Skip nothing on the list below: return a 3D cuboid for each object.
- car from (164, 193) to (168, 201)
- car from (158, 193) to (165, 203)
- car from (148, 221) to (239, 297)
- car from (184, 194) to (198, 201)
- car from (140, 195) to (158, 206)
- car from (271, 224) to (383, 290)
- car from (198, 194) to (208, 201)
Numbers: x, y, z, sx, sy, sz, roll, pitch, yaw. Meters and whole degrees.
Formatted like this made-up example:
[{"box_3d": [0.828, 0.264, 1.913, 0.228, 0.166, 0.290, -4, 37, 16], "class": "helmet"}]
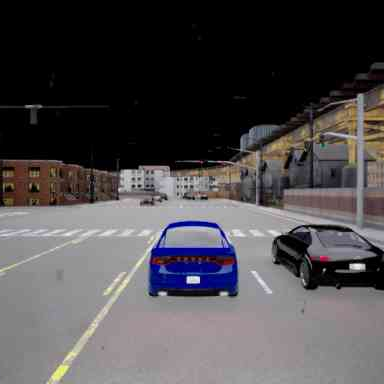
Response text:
[{"box_3d": [-7.251, 1.224, 82.231, 2.150, 2.045, 5.566, 0, 0, 0], "class": "car"}, {"box_3d": [-7.210, 1.525, 68.960, 1.812, 1.442, 4.674, 0, 0, 0], "class": "car"}, {"box_3d": [0.035, 1.478, 8.638, 1.882, 1.535, 5.008, 0, 0, 0], "class": "car"}, {"box_3d": [-0.282, 1.344, 86.759, 2.097, 1.767, 4.553, 0, 0, -3], "class": "car"}, {"box_3d": [-7.251, 1.352, 54.607, 2.097, 1.767, 4.553, 0, 0, 0], "class": "car"}, {"box_3d": [3.538, 1.564, 9.104, 1.994, 1.385, 4.181, 0, 0, 0], "class": "car"}, {"box_3d": [3.204, 1.470, 87.658, 1.882, 1.535, 5.008, 0, 0, -3], "class": "car"}]
